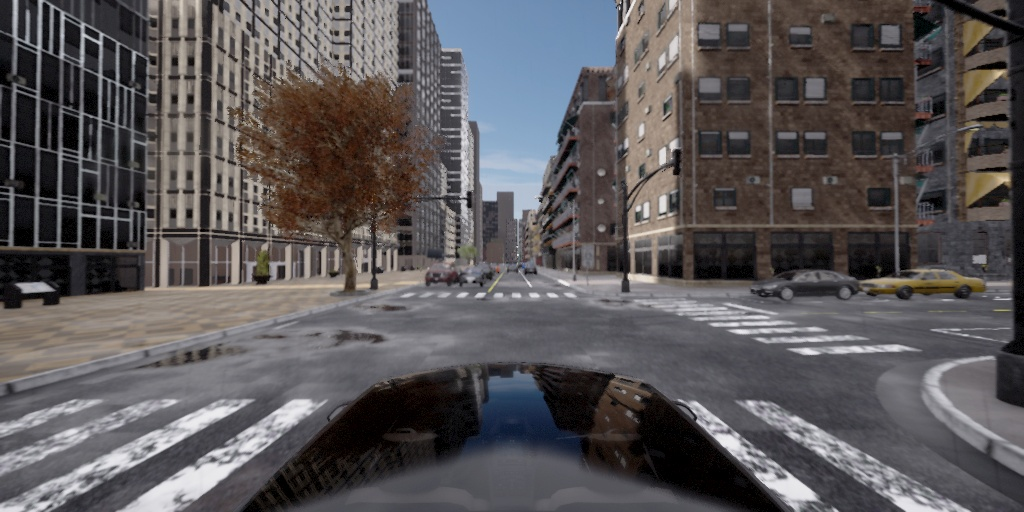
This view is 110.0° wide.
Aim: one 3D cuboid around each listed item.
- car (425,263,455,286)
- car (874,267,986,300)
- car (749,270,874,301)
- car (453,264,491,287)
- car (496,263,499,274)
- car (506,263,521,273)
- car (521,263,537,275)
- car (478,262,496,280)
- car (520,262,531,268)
[{"bbox_3d":[-5.694,1.457,29.560,2.192,1.841,5.009,0,0,0],"label":"car"},{"bbox_3d":[18.830,1.195,16.650,4.829,1.417,1.751,0,0,-1],"label":"car"},{"bbox_3d":[13.433,1.297,16.594,4.403,1.370,2.007,0,0,-1],"label":"car"},{"bbox_3d":[-3.104,1.627,29.060,2.128,1.511,4.902,0,-1,0],"label":"car"},{"bbox_3d":[-3.097,2.008,47.947,1.895,1.301,4.718,0,-1,0],"label":"car"},{"bbox_3d":[0.097,2.061,58.948,2.128,1.511,4.902,0,-1,0],"label":"car"},{"bbox_3d":[2.685,2.027,51.649,1.948,1.339,4.313,0,0,0],"label":"car"},{"bbox_3d":[-3.101,1.619,38.233,2.097,1.767,4.553,0,-1,0],"label":"car"},{"bbox_3d":[2.684,2.069,57.341,1.751,1.417,4.829,0,0,0],"label":"car"}]
